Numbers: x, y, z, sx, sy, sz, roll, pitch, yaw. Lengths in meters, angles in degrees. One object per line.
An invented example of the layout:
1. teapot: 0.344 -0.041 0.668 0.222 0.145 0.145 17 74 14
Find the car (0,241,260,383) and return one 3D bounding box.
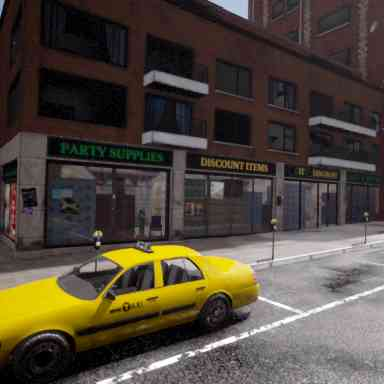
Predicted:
1. car: -1.025 1.527 5.341 4.829 1.417 1.752 0 2 -35
